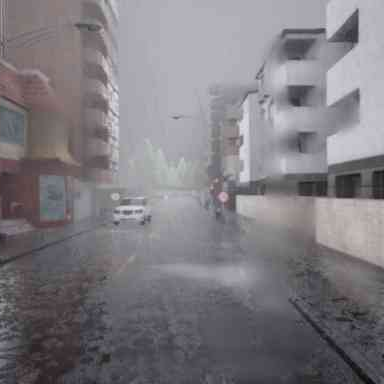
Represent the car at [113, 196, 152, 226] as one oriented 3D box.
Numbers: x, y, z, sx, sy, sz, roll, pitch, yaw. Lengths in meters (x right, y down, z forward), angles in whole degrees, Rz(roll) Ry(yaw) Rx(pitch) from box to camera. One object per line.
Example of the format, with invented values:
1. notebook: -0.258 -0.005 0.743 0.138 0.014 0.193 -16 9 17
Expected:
1. car: -4.356 1.361 25.052 2.150 2.045 5.566 0 -1 0
